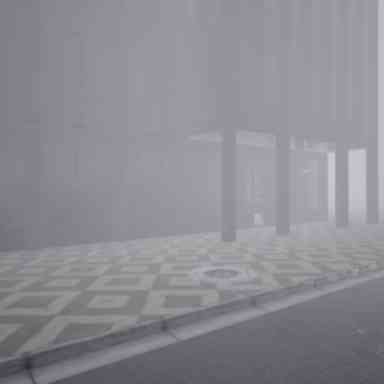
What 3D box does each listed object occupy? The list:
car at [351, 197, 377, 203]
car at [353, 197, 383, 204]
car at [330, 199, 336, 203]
[{"bbox_3d":[37.519,1.755,72.675,1.887,1.381,4.507,-1,0,-35],"label":"car"},{"bbox_3d":[33.852,1.695,63.136,1.887,1.381,4.507,-1,0,-35],"label":"car"},{"bbox_3d":[34.240,1.887,77.276,1.802,1.307,4.206,-1,0,-35],"label":"car"}]
